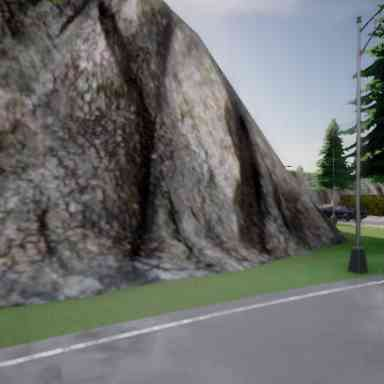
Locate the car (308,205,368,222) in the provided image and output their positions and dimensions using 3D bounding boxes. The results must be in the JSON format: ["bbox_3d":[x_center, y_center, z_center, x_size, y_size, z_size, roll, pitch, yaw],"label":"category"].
[{"bbox_3d":[12.168,1.741,27.981,1.895,1.301,4.718,0,0,-27],"label":"car"}]
